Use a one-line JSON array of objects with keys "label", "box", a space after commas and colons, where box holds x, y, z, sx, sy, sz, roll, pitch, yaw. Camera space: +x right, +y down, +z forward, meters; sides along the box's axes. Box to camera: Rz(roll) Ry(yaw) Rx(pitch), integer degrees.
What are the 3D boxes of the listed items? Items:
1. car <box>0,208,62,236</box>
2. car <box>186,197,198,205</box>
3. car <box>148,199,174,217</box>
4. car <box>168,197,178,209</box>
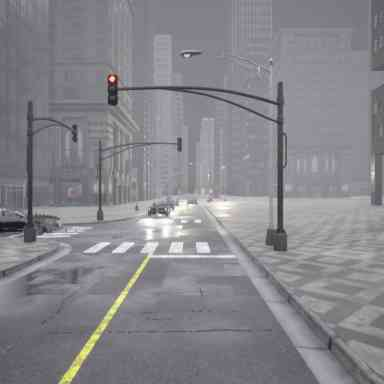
[{"label": "car", "box": [-9.741, 1.612, 18.251, 4.902, 1.511, 2.128, -1, 0, -4]}, {"label": "car", "box": [0.027, 1.559, 57.595, 2.033, 1.411, 5.357, 0, 0, 0]}, {"label": "car", "box": [-3.084, 1.601, 31.957, 1.895, 1.301, 4.718, 0, 0, 0]}, {"label": "car", "box": [-3.080, 1.603, 41.301, 1.895, 1.301, 4.718, 0, 0, 0]}]
